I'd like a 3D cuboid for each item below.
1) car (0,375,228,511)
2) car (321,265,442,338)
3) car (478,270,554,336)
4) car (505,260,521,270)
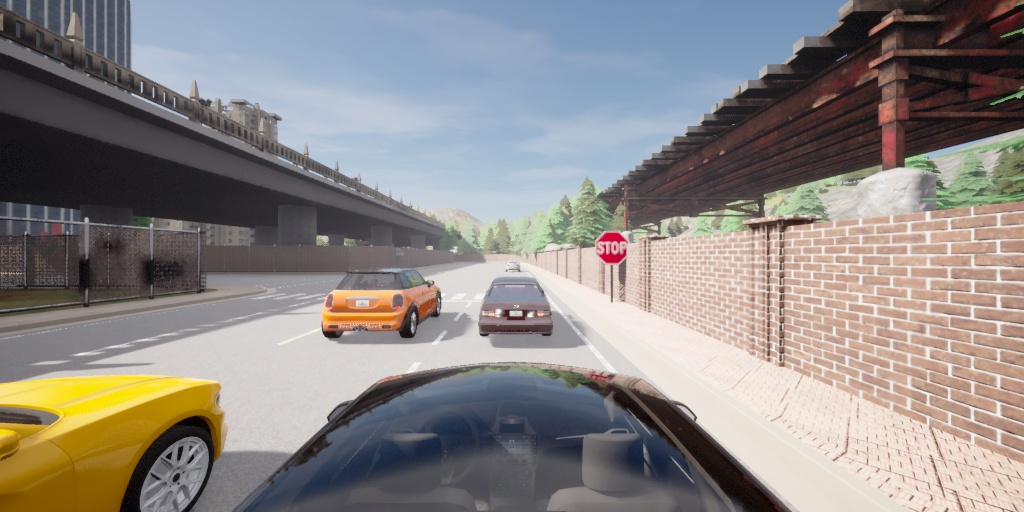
[{"bbox_3d":[-3.397,1.228,1.049,1.882,1.535,5.008,0,0,0],"label":"car"},{"bbox_3d":[-3.414,1.102,10.306,2.097,1.767,4.553,0,0,0],"label":"car"},{"bbox_3d":[0.087,1.297,10.326,2.033,1.411,5.357,0,0,0],"label":"car"},{"bbox_3d":[0.106,1.276,46.209,1.812,1.442,4.674,0,0,-1],"label":"car"}]
